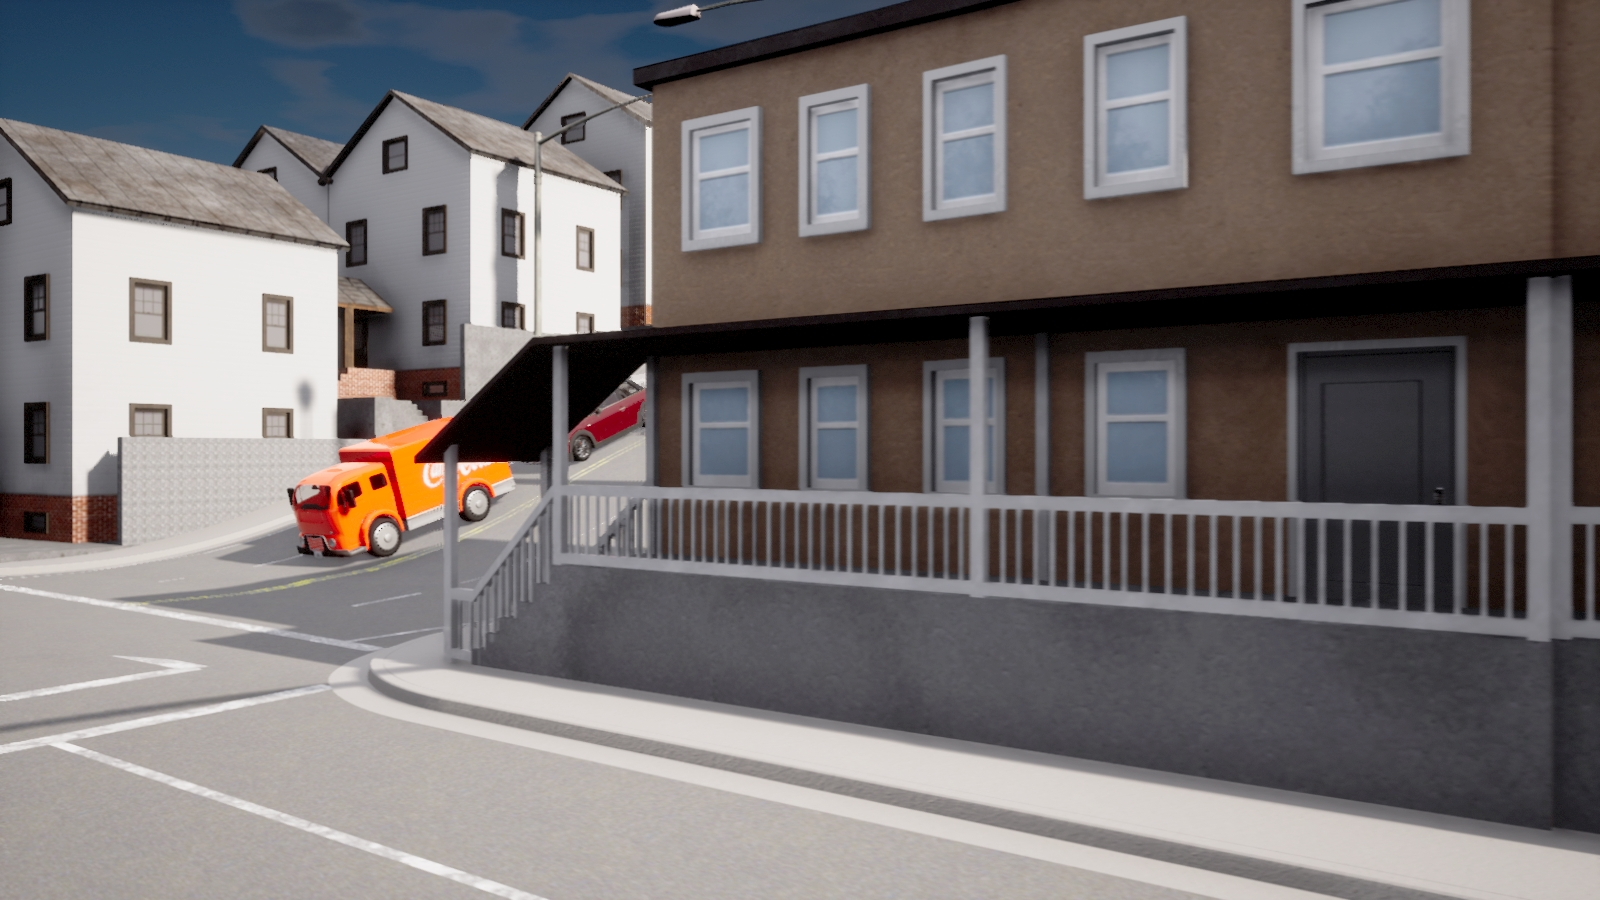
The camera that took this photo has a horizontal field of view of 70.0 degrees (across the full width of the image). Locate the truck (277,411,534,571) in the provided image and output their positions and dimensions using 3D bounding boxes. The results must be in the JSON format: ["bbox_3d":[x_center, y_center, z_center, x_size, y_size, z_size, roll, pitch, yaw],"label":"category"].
[{"bbox_3d":[-9.760,0.889,28.768,2.627,2.467,5.204,0,16,34],"label":"truck"}]

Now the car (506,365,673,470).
[{"bbox_3d":[-6.169,-1.032,34.066,2.097,1.767,4.553,0,19,34],"label":"car"}]
